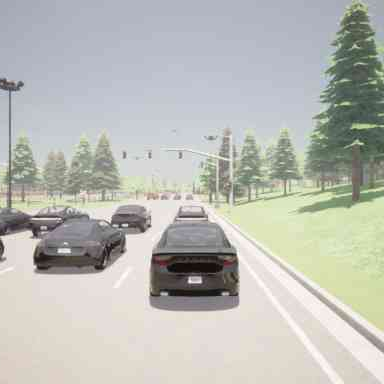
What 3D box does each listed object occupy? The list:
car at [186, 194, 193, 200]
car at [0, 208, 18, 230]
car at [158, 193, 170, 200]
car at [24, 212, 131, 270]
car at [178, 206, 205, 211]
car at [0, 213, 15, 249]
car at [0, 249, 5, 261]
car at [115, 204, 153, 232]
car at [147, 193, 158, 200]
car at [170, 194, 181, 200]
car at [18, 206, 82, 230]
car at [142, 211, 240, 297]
[{"bbox_3d":[-0.665,1.545,92.483,1.994,1.385,4.181,0,0,0],"label":"car"},{"bbox_3d":[-10.534,1.564,18.648,1.994,1.385,4.181,0,0,0],"label":"car"},{"bbox_3d":[-7.661,1.491,92.016,1.837,1.490,4.892,0,0,0],"label":"car"},{"bbox_3d":[-3.479,1.564,11.044,1.994,1.385,4.181,0,0,0],"label":"car"},{"bbox_3d":[-0.031,1.492,18.133,2.128,1.511,4.902,0,0,0],"label":"car"},{"bbox_3d":[-6.973,1.526,8.906,1.812,1.442,4.674,0,0,-1],"label":"car"},{"bbox_3d":[-3.415,1.526,2.186,1.812,1.442,4.674,0,0,0],"label":"car"},{"bbox_3d":[-3.541,1.505,19.909,1.837,1.490,4.892,0,0,0],"label":"car"},{"bbox_3d":[-11.161,1.217,92.021,2.150,2.045,5.566,0,0,0],"label":"car"},{"bbox_3d":[-4.161,1.517,92.041,2.128,1.511,4.902,0,0,0],"label":"car"},{"bbox_3d":[-7.031,1.492,18.172,2.128,1.511,4.902,0,0,0],"label":"car"},{"bbox_3d":[0.041,1.478,8.640,1.882,1.535,5.008,0,0,0],"label":"car"}]
